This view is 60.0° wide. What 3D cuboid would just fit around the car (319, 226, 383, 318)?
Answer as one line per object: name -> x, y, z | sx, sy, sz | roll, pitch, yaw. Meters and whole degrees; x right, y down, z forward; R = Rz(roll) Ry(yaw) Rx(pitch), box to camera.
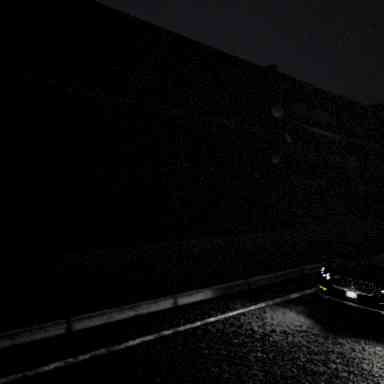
car -> 4.656, 1.471, 7.003 | 4.892, 1.490, 1.837 | 0, 0, -35
